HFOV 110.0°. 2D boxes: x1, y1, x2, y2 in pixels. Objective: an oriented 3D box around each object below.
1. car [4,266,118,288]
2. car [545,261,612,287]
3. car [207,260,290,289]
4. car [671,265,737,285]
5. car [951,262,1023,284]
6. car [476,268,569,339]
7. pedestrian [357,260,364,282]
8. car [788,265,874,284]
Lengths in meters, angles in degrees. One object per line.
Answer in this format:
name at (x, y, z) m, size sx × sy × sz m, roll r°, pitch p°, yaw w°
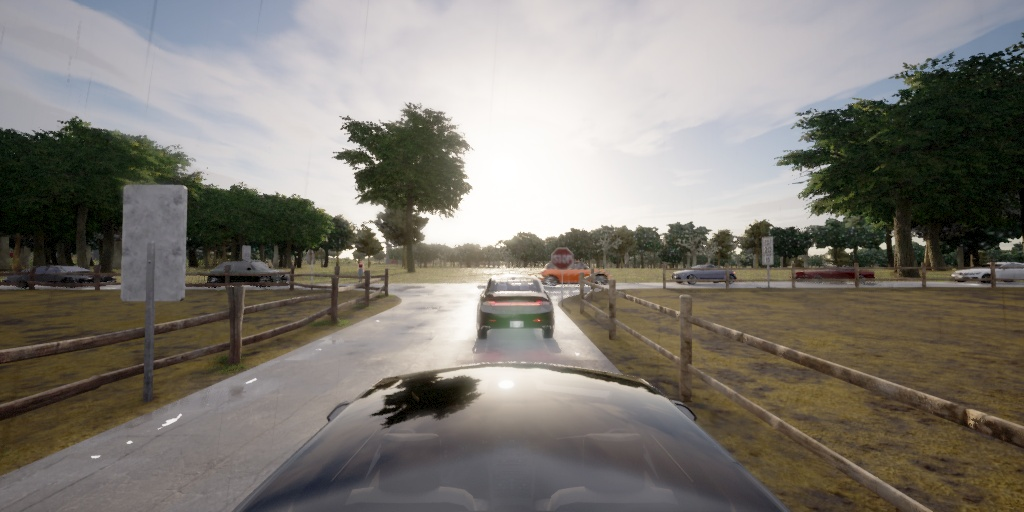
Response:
car at (-28.617, 1.314, 22.829) m, size 5.357 × 1.411 × 2.033 m, roll 0°, pitch -2°, yaw 0°
car at (4.004, 1.092, 22.900) m, size 4.553 × 1.767 × 2.097 m, roll -1°, pitch -1°, yaw 0°
car at (-16.484, 1.124, 22.857) m, size 4.553 × 1.767 × 2.097 m, roll 0°, pitch -1°, yaw 0°
car at (13.732, 1.321, 25.827) m, size 4.181 × 1.385 × 1.994 m, roll 0°, pitch -2°, yaw 0°
car at (33.709, 1.162, 24.812) m, size 4.674 × 1.442 × 1.812 m, roll 0°, pitch -2°, yaw 8°
car at (0.041, 1.255, 10.106) m, size 2.128 × 1.511 × 4.902 m, roll 0°, pitch 0°, yaw -1°
pedestrian at (-12.188, 1.189, 28.848) m, size 0.375 × 1.860 × 0.375 m, roll 0°, pitch -1°, yaw 0°
car at (22.758, 1.312, 25.726) m, size 4.718 × 1.301 × 1.895 m, roll 0°, pitch -2°, yaw 2°
